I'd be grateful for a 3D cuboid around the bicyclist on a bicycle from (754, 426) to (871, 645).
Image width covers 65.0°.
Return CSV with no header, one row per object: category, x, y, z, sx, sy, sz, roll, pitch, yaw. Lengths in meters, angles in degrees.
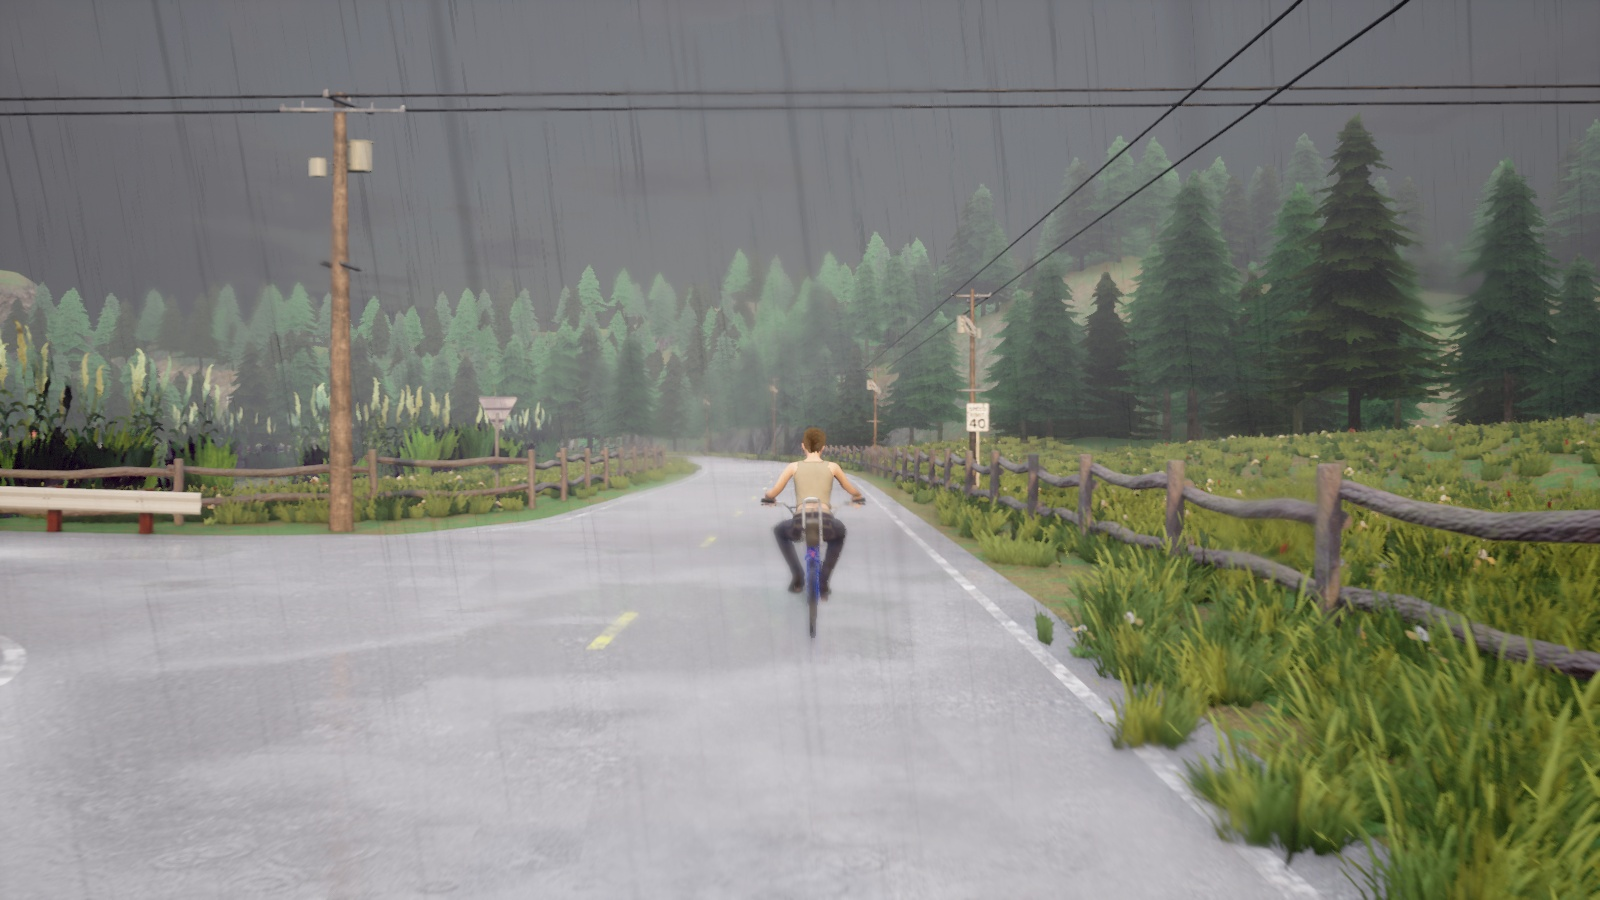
bicyclist on a bicycle,0.106,0.627,10.012,0.866,1.612,1.509,0,0,1
